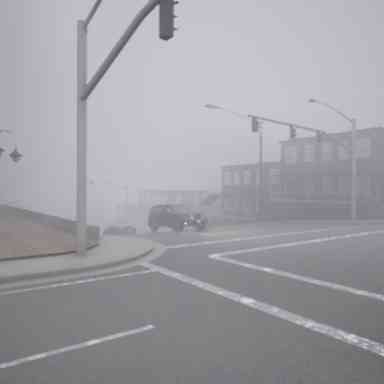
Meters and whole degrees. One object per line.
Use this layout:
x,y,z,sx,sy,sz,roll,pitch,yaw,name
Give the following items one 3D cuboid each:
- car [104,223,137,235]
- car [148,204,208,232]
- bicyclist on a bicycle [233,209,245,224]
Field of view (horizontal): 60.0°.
-7.080,3.745,32.310,1.812,1.442,4.674,0,-12,-36,car
-1.185,1.851,24.298,2.150,2.045,5.566,0,-5,-36,car
4.865,2.567,34.551,1.656,1.620,0.582,0,-8,-36,bicyclist on a bicycle
